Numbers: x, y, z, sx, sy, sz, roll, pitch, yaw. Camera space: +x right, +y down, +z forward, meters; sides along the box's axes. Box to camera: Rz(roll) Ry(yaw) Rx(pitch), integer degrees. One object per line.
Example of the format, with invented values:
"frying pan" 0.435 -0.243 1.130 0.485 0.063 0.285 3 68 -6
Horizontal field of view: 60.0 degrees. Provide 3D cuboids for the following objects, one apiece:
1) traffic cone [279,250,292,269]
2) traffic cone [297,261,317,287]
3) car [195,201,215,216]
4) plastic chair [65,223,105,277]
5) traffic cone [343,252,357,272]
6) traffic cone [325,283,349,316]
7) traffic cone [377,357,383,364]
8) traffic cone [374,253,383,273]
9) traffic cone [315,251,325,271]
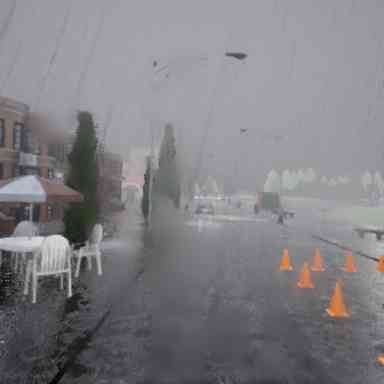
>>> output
"traffic cone" 2.972 2.120 10.541 0.340 0.580 0.340 2 0 2
"traffic cone" 2.914 2.104 8.542 0.340 0.580 0.340 2 0 2
"car" 1.445 1.788 36.447 2.128 1.511 4.902 2 0 2
"plastic chair" -2.812 1.481 8.741 0.730 1.271 0.750 2 0 -38
"traffic cone" 4.971 2.180 10.482 0.340 0.580 0.340 2 0 2
"traffic cone" 2.855 2.089 6.543 0.340 0.580 0.340 2 0 2
"traffic cone" 2.797 2.073 4.544 0.340 0.580 0.340 2 0 2
"traffic cone" 5.970 2.211 10.453 0.340 0.580 0.340 2 0 2
"traffic cone" 3.971 2.150 10.512 0.340 0.580 0.340 2 0 2
